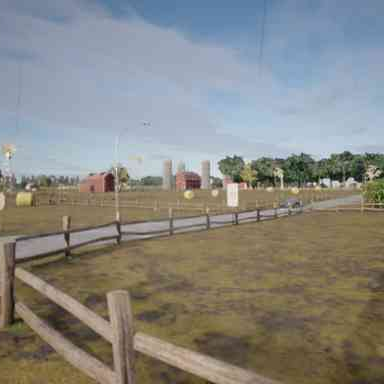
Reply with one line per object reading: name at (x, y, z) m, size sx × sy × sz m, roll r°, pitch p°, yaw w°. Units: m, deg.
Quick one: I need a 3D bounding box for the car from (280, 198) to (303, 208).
car at (14.851, 1.630, 49.268) m, size 2.033 × 1.411 × 5.357 m, roll -1°, pitch 0°, yaw 36°
